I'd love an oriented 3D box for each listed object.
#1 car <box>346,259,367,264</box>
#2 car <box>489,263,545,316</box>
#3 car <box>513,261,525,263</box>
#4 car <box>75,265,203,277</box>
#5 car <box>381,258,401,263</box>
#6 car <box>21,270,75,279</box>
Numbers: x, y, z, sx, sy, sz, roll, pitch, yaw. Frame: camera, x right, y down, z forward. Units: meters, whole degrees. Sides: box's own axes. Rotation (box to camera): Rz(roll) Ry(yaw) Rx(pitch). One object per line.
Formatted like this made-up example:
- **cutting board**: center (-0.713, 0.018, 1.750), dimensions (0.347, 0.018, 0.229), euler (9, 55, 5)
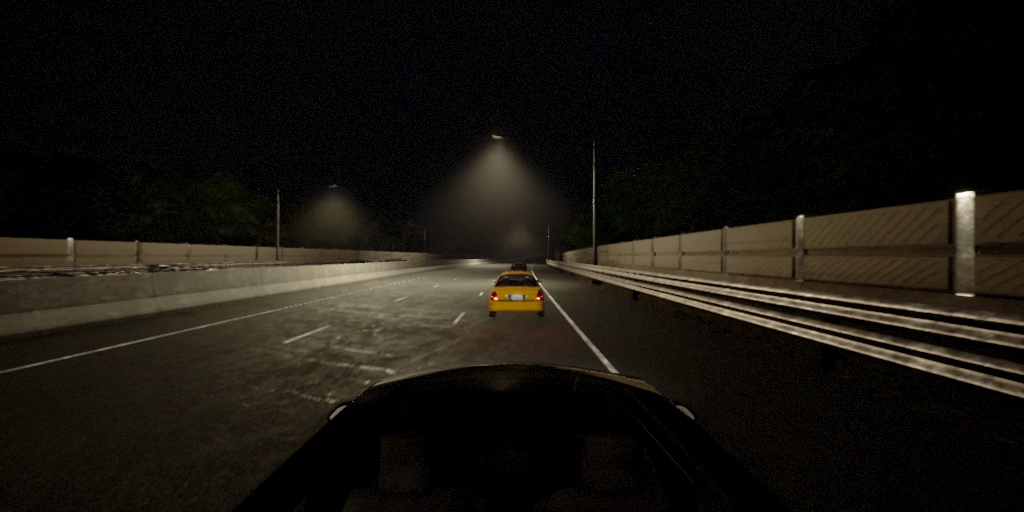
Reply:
- **car**: center (-23.375, 1.278, 53.859), dimensions (1.837, 1.490, 4.892), euler (1, 0, 3)
- **car**: center (0.174, 1.206, 13.246), dimensions (1.801, 1.575, 5.366), euler (0, 0, 1)
- **car**: center (0.869, 1.290, 43.226), dimensions (2.128, 1.511, 4.902), euler (0, 0, 2)
- **car**: center (-17.470, 1.229, 17.746), dimensions (2.128, 1.511, 4.902), euler (0, 0, 1)
- **car**: center (-16.593, 1.134, 49.098), dimensions (2.097, 1.767, 4.553), euler (0, 0, 3)
- **car**: center (-20.993, 1.335, 16.300), dimensions (1.895, 1.301, 4.718), euler (0, 0, 1)
